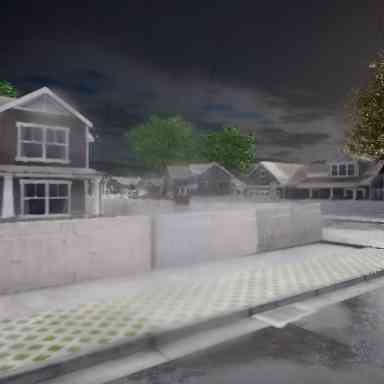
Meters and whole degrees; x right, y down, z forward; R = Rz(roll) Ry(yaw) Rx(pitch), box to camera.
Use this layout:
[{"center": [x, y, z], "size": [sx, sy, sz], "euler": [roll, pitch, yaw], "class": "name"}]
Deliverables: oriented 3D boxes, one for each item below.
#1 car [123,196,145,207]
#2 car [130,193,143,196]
[{"center": [-8.663, 1.531, 46.208], "size": [1.895, 1.301, 4.718], "euler": [0, 0, -29], "class": "car"}, {"center": [-16.097, 1.296, 93.904], "size": [2.097, 1.767, 4.553], "euler": [0, 0, 7], "class": "car"}]
